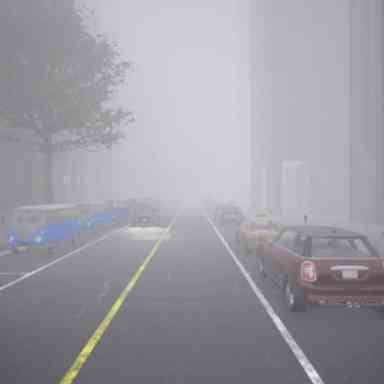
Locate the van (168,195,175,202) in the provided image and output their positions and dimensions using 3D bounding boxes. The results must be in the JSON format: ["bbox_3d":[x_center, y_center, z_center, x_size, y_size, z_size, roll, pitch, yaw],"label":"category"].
[{"bbox_3d":[-5.781,1.773,92.023,1.690,1.788,3.998,0,0,0],"label":"van"}]

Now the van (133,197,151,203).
[{"bbox_3d":[-5.769,1.496,35.840,1.690,1.788,3.998,0,0,0],"label":"van"}]

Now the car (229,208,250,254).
[{"bbox_3d":[2.761,1.583,13.543,1.752,1.417,4.829,0,0,0],"label":"car"}]

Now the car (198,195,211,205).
[{"bbox_3d":[2.750,1.602,63.943,2.192,1.841,5.009,0,0,0],"label":"car"}]

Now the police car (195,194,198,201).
[{"bbox_3d":[2.350,1.790,79.275,1.930,1.638,5.238,0,0,0],"label":"police car"}]

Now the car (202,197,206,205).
[{"bbox_3d":[2.754,1.772,47.086,1.947,1.339,4.313,0,0,0],"label":"car"}]

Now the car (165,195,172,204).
[{"bbox_3d":[-5.776,1.839,69.378,1.752,1.417,4.829,0,0,0],"label":"car"}]

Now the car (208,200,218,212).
[{"bbox_3d":[2.757,1.696,30.229,1.947,1.339,4.313,0,0,0],"label":"car"}]

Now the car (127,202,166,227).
[{"bbox_3d":[-3.104,1.665,23.753,1.994,1.385,4.181,0,0,0],"label":"car"}]

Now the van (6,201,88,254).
[{"bbox_3d":[-5.764,1.397,13.366,1.690,1.788,3.998,0,0,0],"label":"van"}]

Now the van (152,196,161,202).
[{"bbox_3d":[-5.771,1.547,47.076,1.690,1.788,3.998,0,0,0],"label":"van"}]

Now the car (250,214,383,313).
[{"bbox_3d":[2.763,1.473,7.755,1.967,1.590,4.097,0,0,0],"label":"car"}]

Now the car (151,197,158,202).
[{"bbox_3d":[-5.770,1.725,41.457,1.887,1.381,4.507,0,0,0],"label":"car"}]

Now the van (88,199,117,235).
[{"bbox_3d":[-5.765,1.421,18.985,1.690,1.788,3.998,0,0,0],"label":"van"}]

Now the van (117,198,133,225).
[{"bbox_3d":[-5.766,1.446,24.603,1.690,1.788,3.998,0,0,0],"label":"van"}]

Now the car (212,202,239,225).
[{"bbox_3d":[2.759,1.671,24.611,1.947,1.339,4.313,0,0,0],"label":"car"}]

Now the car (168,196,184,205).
[{"bbox_3d":[-3.025,1.891,65.038,1.895,1.301,4.718,0,0,0],"label":"car"}]

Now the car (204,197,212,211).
[{"bbox_3d":[2.755,1.707,41.637,1.752,1.417,4.829,0,0,0],"label":"car"}]

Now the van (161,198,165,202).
[{"bbox_3d":[-5.772,1.573,52.695,1.690,1.788,3.998,0,0,0],"label":"van"}]
